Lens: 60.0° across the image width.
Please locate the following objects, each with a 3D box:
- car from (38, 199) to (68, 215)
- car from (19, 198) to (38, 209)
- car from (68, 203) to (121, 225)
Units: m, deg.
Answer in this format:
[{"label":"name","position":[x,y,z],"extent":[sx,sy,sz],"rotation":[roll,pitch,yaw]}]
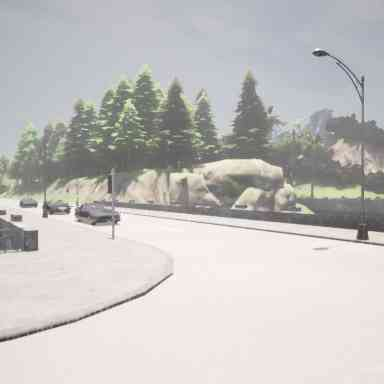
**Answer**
[{"label":"car","position":[-13.714,1.496,33.655],"extent":[2.128,1.511,4.902],"rotation":[0,0,-35]},{"label":"car","position":[-23.193,1.552,47.132],"extent":[2.033,1.411,5.357],"rotation":[0,0,-35]},{"label":"car","position":[-7.014,1.552,24.221],"extent":[2.033,1.411,5.357],"rotation":[0,0,-35]}]
